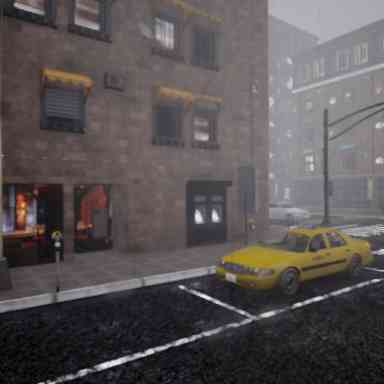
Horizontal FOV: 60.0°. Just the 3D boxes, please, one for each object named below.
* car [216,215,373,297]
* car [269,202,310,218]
[{"bbox_3d":[2.799,1.521,8.564,4.829,1.417,1.752,0,0,-35],"label":"car"},{"bbox_3d":[6.885,1.499,25.713,1.812,1.442,4.674,-1,0,-34],"label":"car"}]
